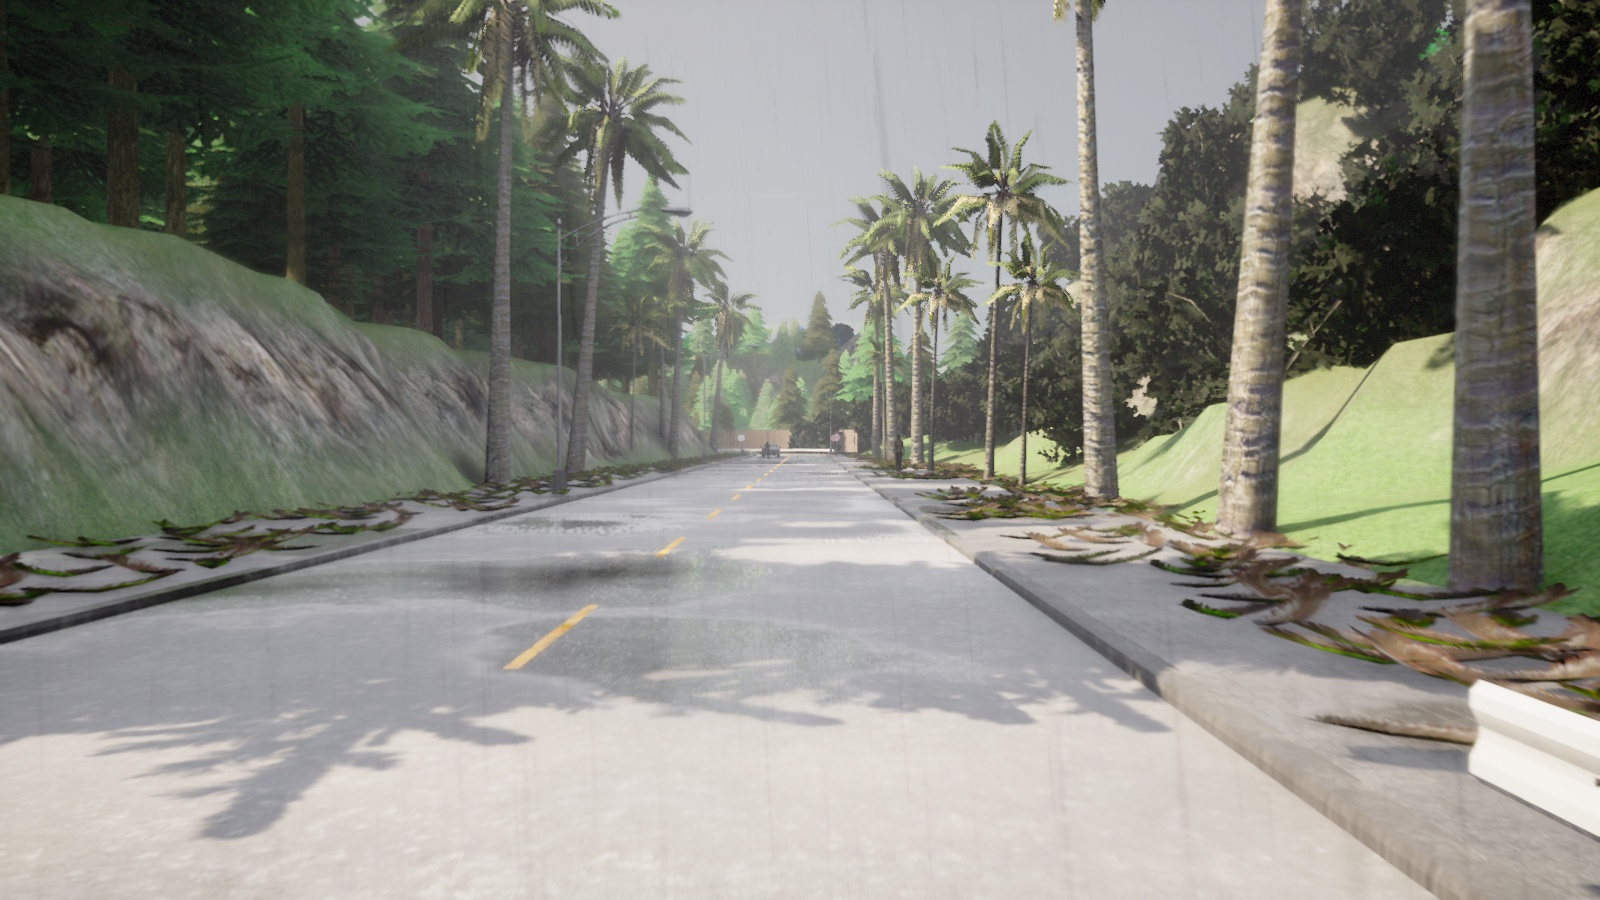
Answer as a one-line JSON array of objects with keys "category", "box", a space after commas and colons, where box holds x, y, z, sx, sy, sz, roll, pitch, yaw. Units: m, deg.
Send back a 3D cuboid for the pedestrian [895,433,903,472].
[{"category": "pedestrian", "box": [4.674, 0.117, 59.160, 0.328, 1.805, 0.869, 0, 0, 1]}]
